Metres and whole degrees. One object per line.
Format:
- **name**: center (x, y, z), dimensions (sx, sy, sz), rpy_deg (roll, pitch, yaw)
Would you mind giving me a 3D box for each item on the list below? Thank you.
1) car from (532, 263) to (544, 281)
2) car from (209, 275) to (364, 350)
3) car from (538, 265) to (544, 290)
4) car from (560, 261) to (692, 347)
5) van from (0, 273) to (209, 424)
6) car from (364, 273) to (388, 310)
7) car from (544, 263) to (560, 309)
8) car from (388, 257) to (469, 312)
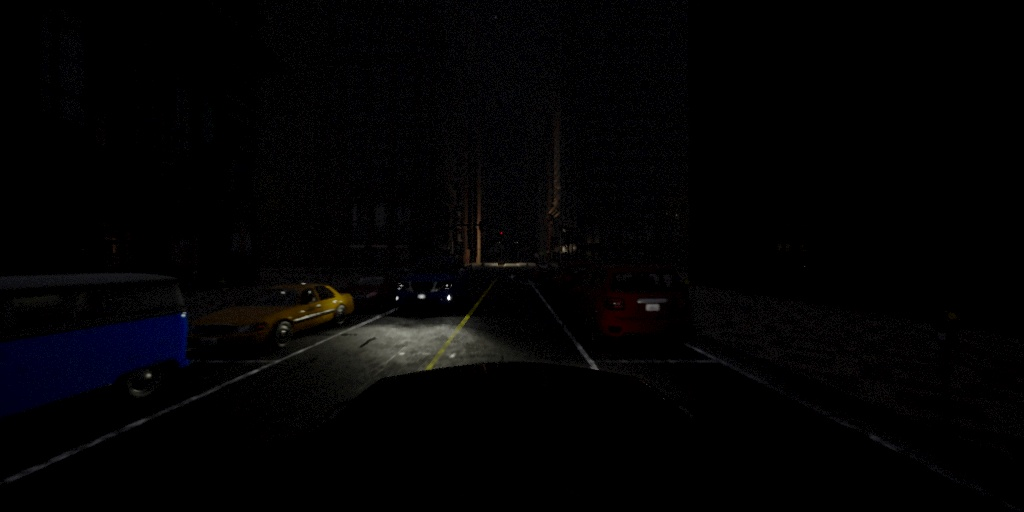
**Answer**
- **car**: center (2.765, 1.357, 31.954), dimensions (1.967, 1.591, 4.097), rpy_deg (0, 0, 0)
- **car**: center (-5.762, 1.316, 9.238), dimensions (1.751, 1.417, 4.829), rpy_deg (0, 0, 0)
- **car**: center (2.764, 1.418, 20.682), dimensions (1.948, 1.339, 4.313), rpy_deg (0, 0, 0)
- **car**: center (2.763, 1.105, 9.410), dimensions (2.192, 1.841, 5.009), rpy_deg (0, 0, 0)
- **van**: center (-5.763, 1.102, 3.771), dimensions (1.690, 1.789, 3.998), rpy_deg (0, 0, 0)
- **car**: center (-5.762, 1.403, 15.044), dimensions (1.802, 1.307, 4.207), rpy_deg (0, 0, 0)
- **car**: center (2.763, 1.136, 15.046), dimensions (2.192, 1.841, 5.009), rpy_deg (0, 0, 0)
- **car**: center (-3.100, 1.043, 15.068), dimensions (2.150, 2.045, 5.566), rpy_deg (0, 0, 0)
